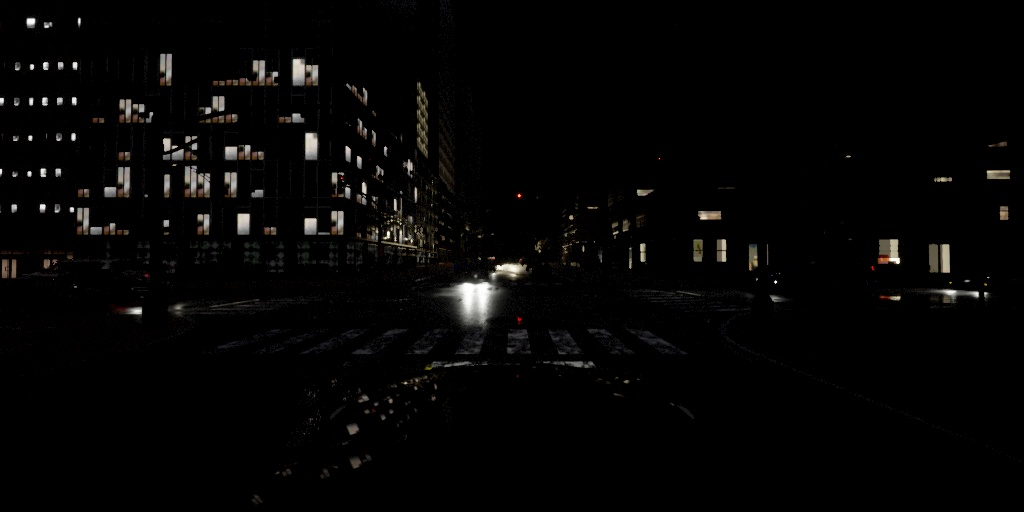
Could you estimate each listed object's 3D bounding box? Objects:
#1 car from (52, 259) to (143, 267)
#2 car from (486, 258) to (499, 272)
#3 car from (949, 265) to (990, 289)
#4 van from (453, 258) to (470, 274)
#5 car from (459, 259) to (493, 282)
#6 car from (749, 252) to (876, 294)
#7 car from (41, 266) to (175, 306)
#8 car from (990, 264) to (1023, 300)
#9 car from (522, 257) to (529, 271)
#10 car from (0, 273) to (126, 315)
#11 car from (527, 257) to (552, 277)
[{"bbox_3d":[-22.597,1.205,19.033,5.566,2.045,2.150,-1,-1,2],"label":"car"},{"bbox_3d":[-2.989,1.281,45.231,1.812,1.442,4.674,0,0,0],"label":"car"},{"bbox_3d":[25.490,1.089,18.483,4.181,1.385,1.994,-1,-1,1],"label":"car"},{"bbox_3d":[-5.593,1.096,40.652,1.690,1.789,3.998,0,0,0],"label":"van"},{"bbox_3d":[-2.818,1.245,28.950,2.128,1.511,4.902,0,0,-3],"label":"car"},{"bbox_3d":[15.505,0.842,18.643,5.566,2.045,2.150,-1,-1,-1],"label":"car"},{"bbox_3d":[-17.858,1.359,15.819,5.008,1.535,1.882,-1,-1,1],"label":"car"},{"bbox_3d":[20.717,0.994,12.746,4.829,1.417,1.751,0,0,1],"label":"car"},{"bbox_3d":[2.802,1.070,46.343,2.192,1.841,5.009,0,0,0],"label":"car"},{"bbox_3d":[-17.391,1.413,13.206,4.207,1.307,1.802,0,0,1],"label":"car"},{"bbox_3d":[2.774,1.194,34.995,1.967,1.591,4.097,0,0,0],"label":"car"}]
